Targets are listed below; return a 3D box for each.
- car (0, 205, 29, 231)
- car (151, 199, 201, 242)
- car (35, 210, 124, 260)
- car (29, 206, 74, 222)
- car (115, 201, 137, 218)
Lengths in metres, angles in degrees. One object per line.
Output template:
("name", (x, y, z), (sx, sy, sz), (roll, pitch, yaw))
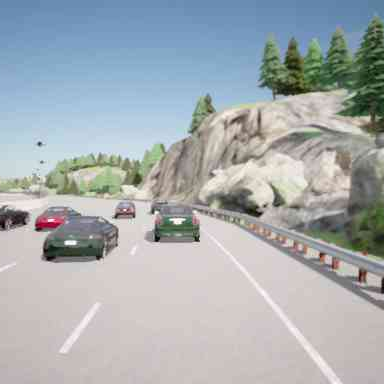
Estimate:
("car", (-11.775, 1.524, 20.788), (2.128, 1.511, 4.902), (0, 0, -7))
("car", (-0.813, 1.359, 16.772), (2.097, 1.767, 4.553), (0, 0, -5))
("car", (-3.967, 1.577, 12.532), (1.994, 1.385, 4.181), (0, 0, -4))
("car", (-8.286, 1.589, 20.974), (1.994, 1.385, 4.181), (0, 0, -7))
("car", (-6.056, 1.571, 30.496), (2.033, 1.411, 5.357), (0, 0, -10))
